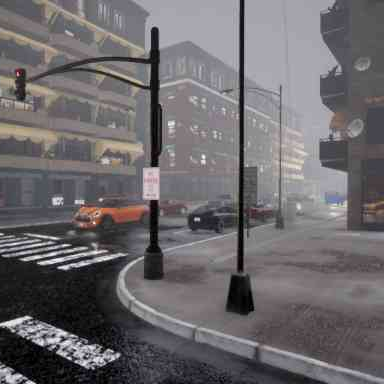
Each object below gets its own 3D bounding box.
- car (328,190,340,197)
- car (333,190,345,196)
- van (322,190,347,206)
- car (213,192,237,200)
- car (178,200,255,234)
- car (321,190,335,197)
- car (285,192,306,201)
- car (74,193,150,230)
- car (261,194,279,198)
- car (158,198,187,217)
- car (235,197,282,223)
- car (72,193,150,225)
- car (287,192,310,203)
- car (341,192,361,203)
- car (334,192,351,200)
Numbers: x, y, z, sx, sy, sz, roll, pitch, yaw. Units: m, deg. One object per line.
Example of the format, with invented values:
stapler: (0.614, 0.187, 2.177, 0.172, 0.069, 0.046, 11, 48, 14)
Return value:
car: (33.060, 0.337, 77.463, 1.802, 1.307, 4.206, 2, 2, 35)
car: (36.263, 0.257, 82.020, 1.802, 1.307, 4.206, 2, 2, 35)
van: (17.474, 0.721, 40.705, 1.690, 1.788, 3.998, 2, 2, 35)
car: (3.074, 0.931, 30.298, 2.097, 1.767, 4.553, 1, 1, 37)
car: (1.456, 1.348, 17.922, 1.947, 1.339, 4.313, 2, 2, 35)
car: (29.857, 0.379, 72.905, 1.887, 1.381, 4.507, 2, 2, 35)
car: (17.044, 0.720, 54.675, 1.947, 1.339, 4.313, 2, 2, 35)
car: (-4.560, 1.122, 19.450, 2.097, 1.767, 4.553, 1, 1, 35)
car: (10.638, 0.881, 45.560, 1.947, 1.339, 4.313, 2, 2, 35)
car: (-2.174, 1.181, 27.330, 1.887, 1.381, 4.507, 2, 2, 35)
car: (4.659, 1.284, 22.480, 1.802, 1.307, 4.206, 2, 2, 35)
car: (-5.375, 1.032, 22.766, 2.192, 1.841, 5.009, 2, 2, 35)
car: (15.155, 0.878, 47.351, 1.895, 1.301, 4.718, 1, 1, 35)
car: (23.878, 0.764, 49.824, 1.887, 1.381, 4.507, 2, 2, 35)
car: (25.914, 0.696, 57.244, 1.895, 1.301, 4.718, 1, 1, 35)
